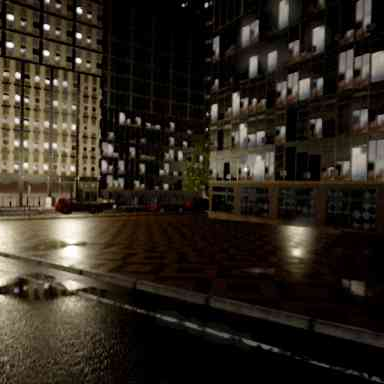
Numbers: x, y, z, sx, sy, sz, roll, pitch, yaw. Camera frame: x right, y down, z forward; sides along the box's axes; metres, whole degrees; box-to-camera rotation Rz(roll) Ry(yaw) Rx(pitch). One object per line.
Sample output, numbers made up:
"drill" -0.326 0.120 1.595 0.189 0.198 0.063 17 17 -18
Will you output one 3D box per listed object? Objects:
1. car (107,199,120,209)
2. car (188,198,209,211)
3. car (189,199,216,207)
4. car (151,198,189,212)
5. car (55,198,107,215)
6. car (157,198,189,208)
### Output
"car" -12.284 1.656 46.546 4.403 1.369 2.008 1 1 -34
"car" 1.525 1.737 46.419 5.009 1.841 2.192 1 1 -34
"car" 1.767 1.818 56.127 4.313 1.339 1.947 1 1 -34
"car" -3.164 1.917 43.230 4.507 1.381 1.887 1 1 -34
"car" -12.526 1.590 36.838 5.009 1.841 2.192 1 1 -34
"car" -3.057 1.727 52.837 4.829 1.417 1.752 1 1 -34
